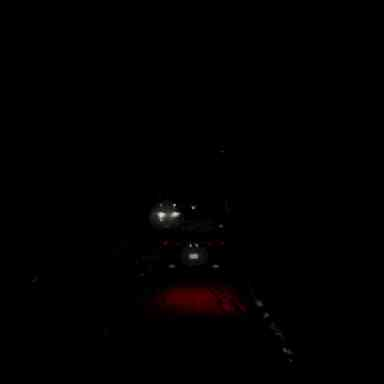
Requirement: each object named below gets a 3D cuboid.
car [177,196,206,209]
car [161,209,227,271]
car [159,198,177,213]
[{"bbox_3d":[0.091,1.386,29.143,2.150,2.045,5.566,0,-1,0],"label":"car"},{"bbox_3d":[0.065,1.545,11.218,1.882,1.535,5.008,0,0,0],"label":"car"},{"bbox_3d":[-2.829,1.584,41.242,2.097,1.767,4.553,0,0,0],"label":"car"}]
